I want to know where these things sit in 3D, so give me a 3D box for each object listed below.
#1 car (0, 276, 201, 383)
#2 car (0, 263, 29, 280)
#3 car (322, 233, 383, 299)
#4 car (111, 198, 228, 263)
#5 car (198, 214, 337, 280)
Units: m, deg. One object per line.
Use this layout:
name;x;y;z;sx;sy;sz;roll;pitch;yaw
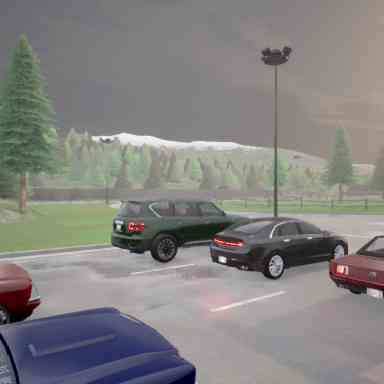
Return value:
car;-2.217;1.601;2.166;4.718;1.301;1.895;0;0;-35
car;-4.761;1.601;4.652;4.718;1.301;1.895;0;0;-35
car;5.236;1.601;7.487;4.718;1.301;1.895;0;0;-35
car;-0.162;1.221;12.250;5.566;2.045;2.150;0;0;-35
car;2.774;1.505;10.036;4.892;1.490;1.837;0;0;-35
